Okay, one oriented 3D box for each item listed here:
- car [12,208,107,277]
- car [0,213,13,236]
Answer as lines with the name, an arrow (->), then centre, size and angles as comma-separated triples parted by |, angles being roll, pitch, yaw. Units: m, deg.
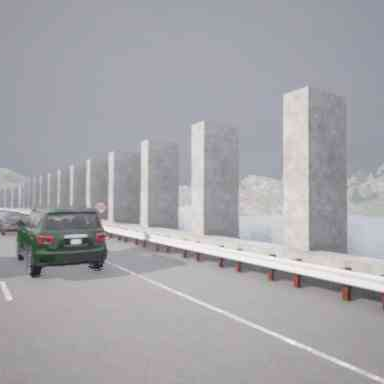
car -> -4.750, 1.554, 11.708 | 2.150, 2.045, 5.566 | 1, -2, -33
car -> -12.344, 2.181, 23.171 | 2.033, 1.411, 5.357 | 1, -2, -33
